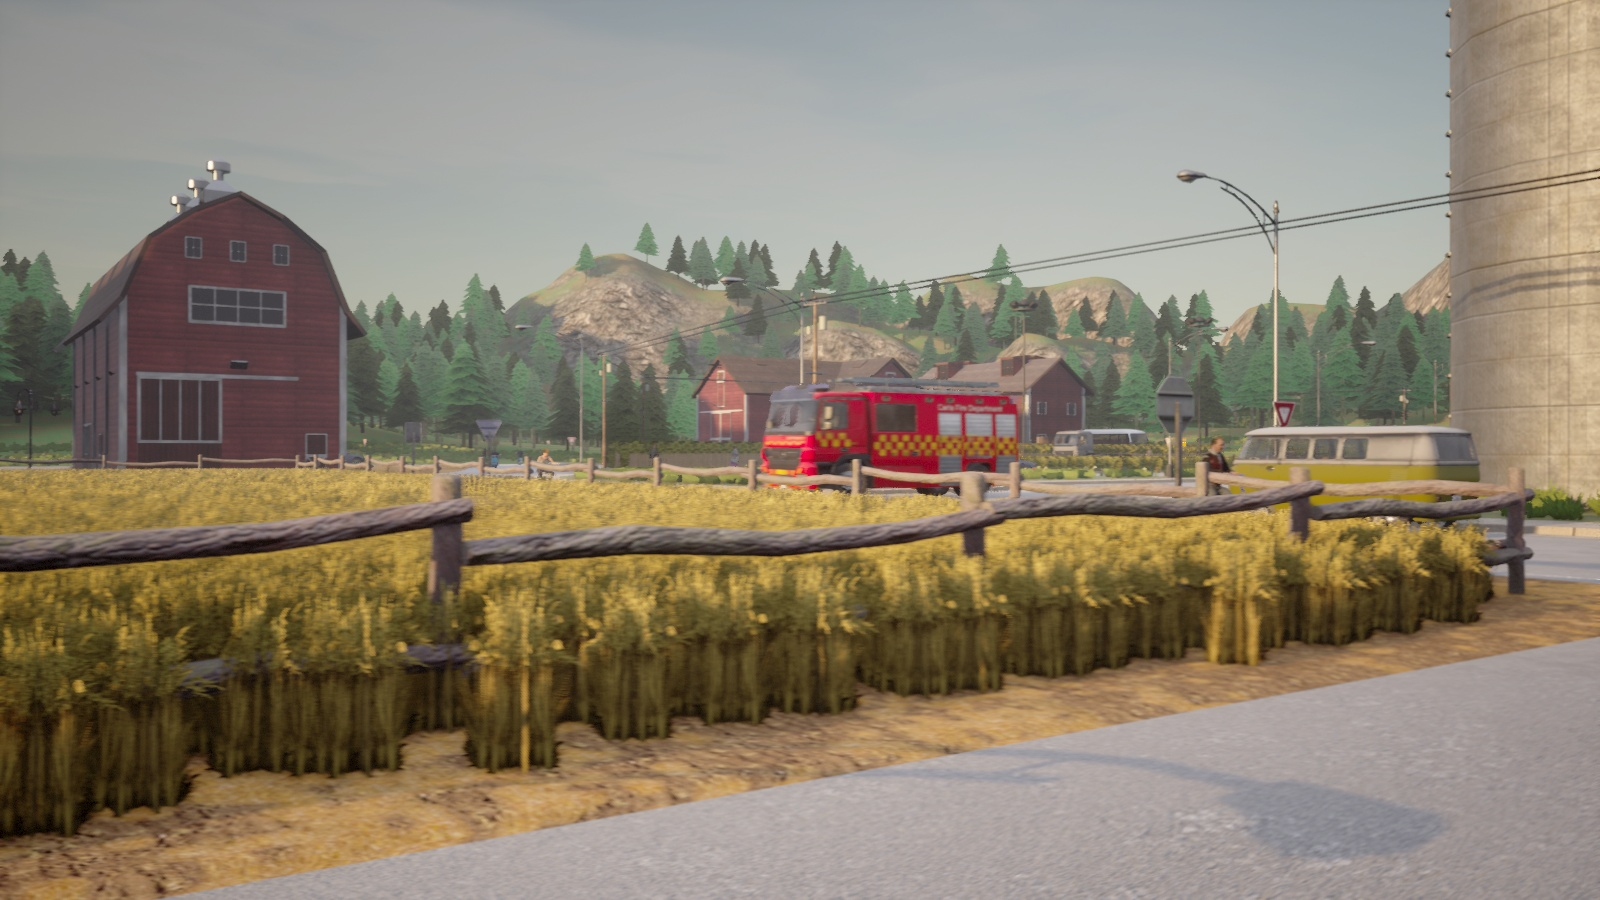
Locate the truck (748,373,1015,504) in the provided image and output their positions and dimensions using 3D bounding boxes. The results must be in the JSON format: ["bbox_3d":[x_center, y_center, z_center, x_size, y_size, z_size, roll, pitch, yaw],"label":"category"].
[{"bbox_3d":[2.727,-0.361,40.309,8.468,3.827,2.891,0,0,-32],"label":"truck"}]

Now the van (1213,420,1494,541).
[{"bbox_3d":[9.987,0.504,22.998,1.775,1.987,4.442,0,0,-34],"label":"van"}]
